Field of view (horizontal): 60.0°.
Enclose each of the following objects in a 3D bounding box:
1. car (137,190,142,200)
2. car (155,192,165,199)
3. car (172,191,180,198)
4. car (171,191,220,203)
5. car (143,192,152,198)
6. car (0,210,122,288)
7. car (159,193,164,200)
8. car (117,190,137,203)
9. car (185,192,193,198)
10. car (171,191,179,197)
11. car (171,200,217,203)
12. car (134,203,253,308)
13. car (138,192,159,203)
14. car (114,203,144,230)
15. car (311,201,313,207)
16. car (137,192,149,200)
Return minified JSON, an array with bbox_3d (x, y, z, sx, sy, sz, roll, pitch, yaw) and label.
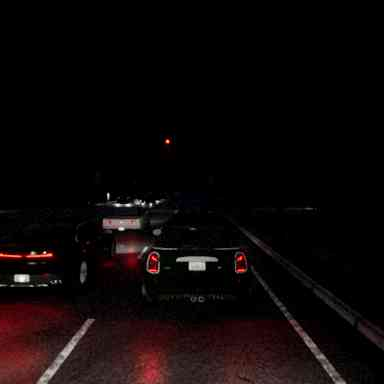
[{"bbox_3d":[-10.694,0.698,63.259,2.150,2.045,5.566,0,1,0],"label":"car"},{"bbox_3d":[-7.318,0.857,76.462,2.033,1.411,5.357,0,1,-1],"label":"car"},{"bbox_3d":[-4.158,0.667,85.344,1.882,1.535,5.008,0,1,-4],"label":"car"},{"bbox_3d":[0.430,0.946,36.502,5.566,2.045,2.150,0,0,-25],"label":"car"},{"bbox_3d":[-11.085,0.735,83.705,1.812,1.442,4.674,0,1,-2],"label":"car"},{"bbox_3d":[-3.417,1.467,9.092,1.837,1.490,4.892,0,0,0],"label":"car"},{"bbox_3d":[-7.185,0.994,66.035,2.033,1.411,5.357,0,1,1],"label":"car"},{"bbox_3d":[-10.707,0.920,53.818,2.097,1.767,4.553,0,1,0],"label":"car"},{"bbox_3d":[-0.699,0.693,86.044,1.812,1.442,4.674,0,1,-4],"label":"car"},{"bbox_3d":[-4.937,0.526,95.504,1.837,1.490,4.892,0,1,-7],"label":"car"},{"bbox_3d":[0.057,1.385,17.237,2.128,1.511,4.902,0,1,1],"label":"car"},{"bbox_3d":[0.086,1.321,8.041,2.097,1.767,4.553,0,0,0],"label":"car"},{"bbox_3d":[-7.211,1.096,55.967,2.033,1.411,5.357,0,1,0],"label":"car"},{"bbox_3d":[-3.439,1.484,18.413,1.895,1.301,4.718,0,1,0],"label":"car"},{"bbox_3d":[16.315,1.260,39.363,4.181,1.385,1.994,0,1,-3],"label":"car"},{"bbox_3d":[-10.747,0.882,73.483,2.128,1.511,4.902,0,1,-1],"label":"car"}]
